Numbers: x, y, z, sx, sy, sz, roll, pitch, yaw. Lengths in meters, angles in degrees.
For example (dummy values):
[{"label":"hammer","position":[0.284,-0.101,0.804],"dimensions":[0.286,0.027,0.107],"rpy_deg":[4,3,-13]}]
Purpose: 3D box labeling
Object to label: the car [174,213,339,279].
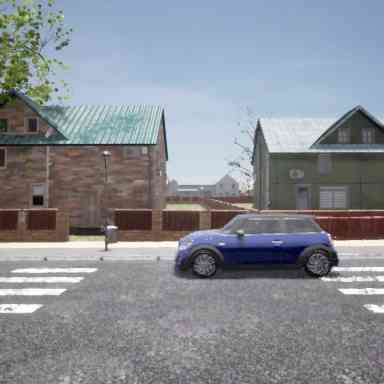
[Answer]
[{"label":"car","position":[1.752,1.424,9.839],"dimensions":[4.553,1.767,2.097],"rpy_deg":[-1,-1,1]}]
